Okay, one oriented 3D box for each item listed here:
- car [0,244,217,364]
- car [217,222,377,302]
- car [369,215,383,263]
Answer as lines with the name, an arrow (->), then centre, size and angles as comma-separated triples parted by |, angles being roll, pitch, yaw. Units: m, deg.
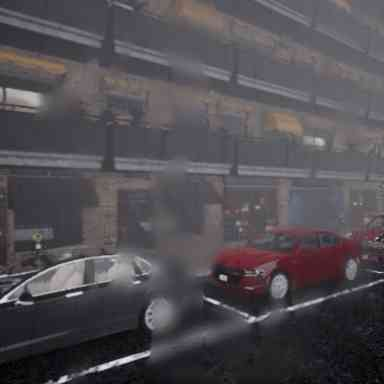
car -> -1.999, 1.557, 5.140 | 4.403, 1.369, 2.008 | 0, 0, -35
car -> 2.500, 1.582, 8.349 | 4.507, 1.381, 1.887 | 0, 0, -35
car -> 7.000, 1.508, 11.560 | 4.097, 1.590, 1.967 | 0, -1, -35
